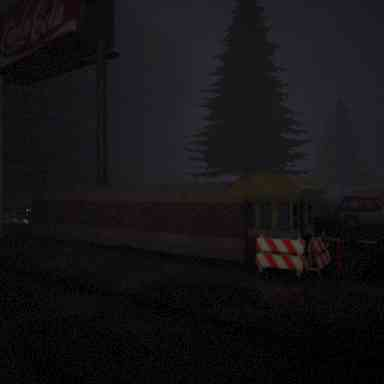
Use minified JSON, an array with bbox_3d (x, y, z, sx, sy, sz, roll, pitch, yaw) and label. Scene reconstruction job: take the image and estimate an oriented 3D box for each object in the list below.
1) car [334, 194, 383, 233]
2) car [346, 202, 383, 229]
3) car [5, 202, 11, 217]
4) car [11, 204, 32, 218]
[{"bbox_3d":[9.566,1.162,17.418,3.866,1.878,1.905,0,0,35],"label":"car"},{"bbox_3d":[11.504,1.349,19.477,4.193,1.474,1.816,0,0,35],"label":"car"},{"bbox_3d":[-18.408,1.688,30.886,2.128,1.511,4.902,0,0,35],"label":"car"},{"bbox_3d":[-13.887,1.528,31.221,2.097,1.767,4.553,0,0,35],"label":"car"}]
